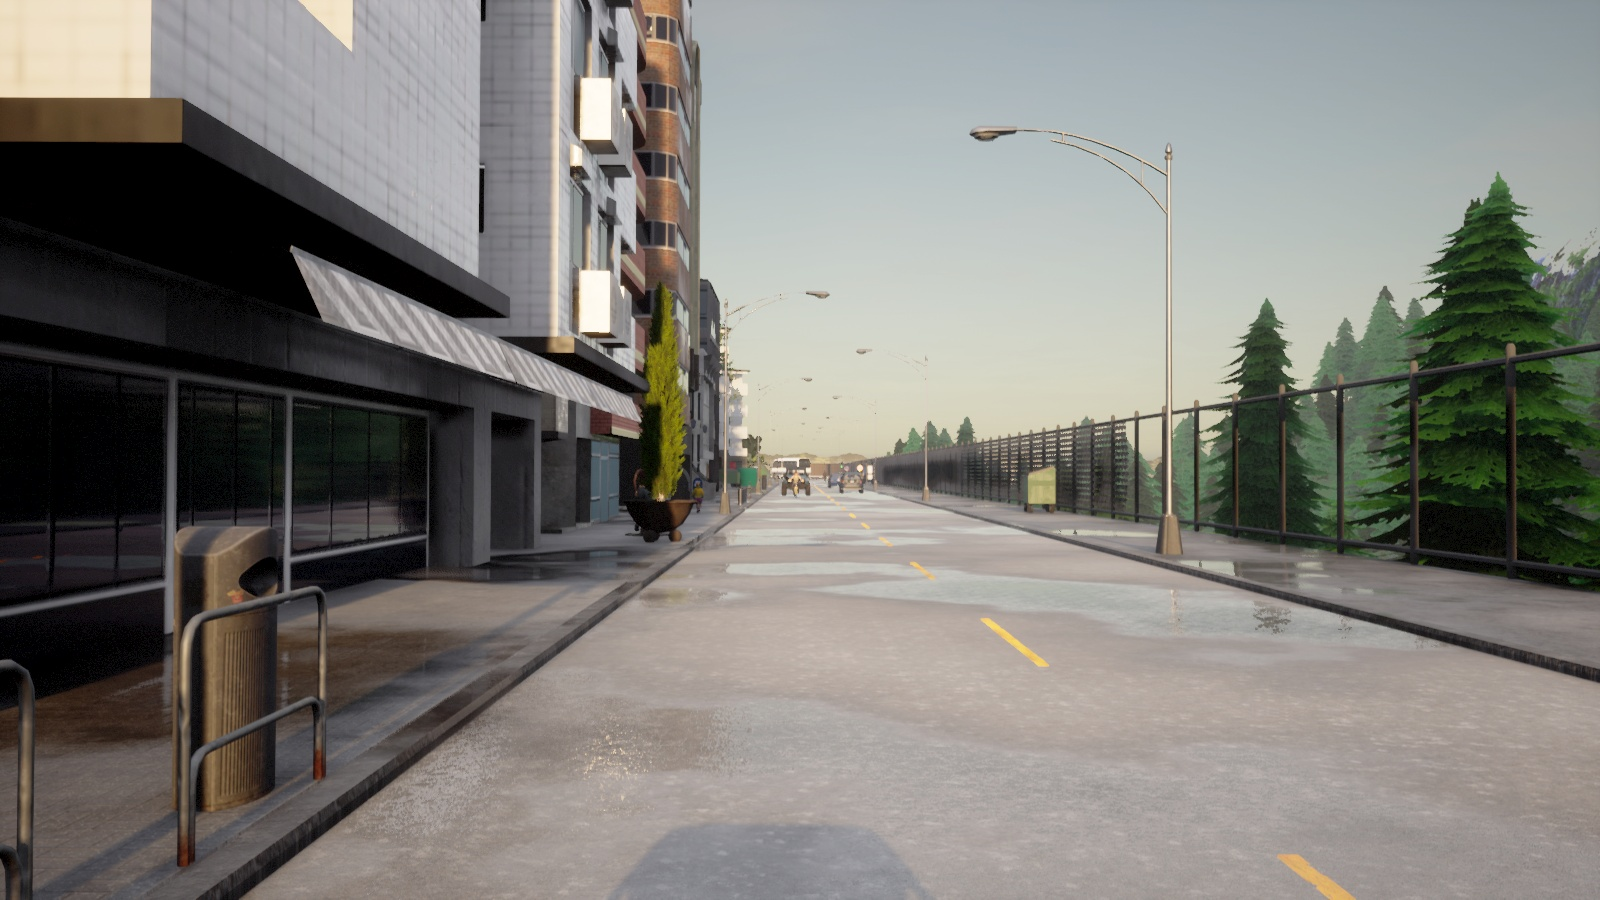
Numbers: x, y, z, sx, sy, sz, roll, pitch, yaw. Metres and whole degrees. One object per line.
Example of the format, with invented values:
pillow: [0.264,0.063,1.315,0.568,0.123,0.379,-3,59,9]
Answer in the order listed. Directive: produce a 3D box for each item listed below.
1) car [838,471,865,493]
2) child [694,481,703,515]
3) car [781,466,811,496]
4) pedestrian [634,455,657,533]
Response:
car: [3.732,2.342,91.627,1.789,1.549,3.705,0,-1,0]
child: [-3.542,1.668,43.868,0.299,1.160,0.473,0,-1,-1]
car: [-0.239,2.012,82.024,1.905,1.878,3.866,0,-1,0]
pedestrian: [-3.640,1.036,29.653,0.345,1.836,0.594,0,-1,15]
